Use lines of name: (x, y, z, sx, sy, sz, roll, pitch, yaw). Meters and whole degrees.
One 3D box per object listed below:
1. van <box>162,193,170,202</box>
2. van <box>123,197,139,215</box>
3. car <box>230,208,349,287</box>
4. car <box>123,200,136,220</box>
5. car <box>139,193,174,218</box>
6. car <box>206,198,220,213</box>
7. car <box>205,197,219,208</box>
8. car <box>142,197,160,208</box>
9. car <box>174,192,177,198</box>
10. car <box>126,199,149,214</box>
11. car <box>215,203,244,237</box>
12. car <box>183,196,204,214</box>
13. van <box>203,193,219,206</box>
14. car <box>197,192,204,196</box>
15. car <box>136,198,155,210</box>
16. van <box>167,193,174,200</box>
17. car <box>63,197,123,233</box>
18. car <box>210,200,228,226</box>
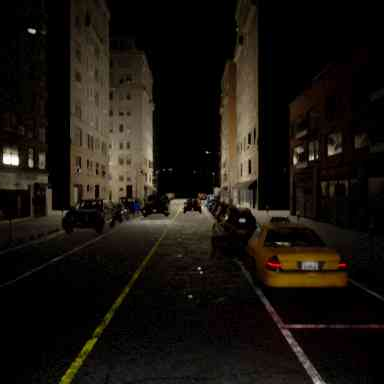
van: (-5.855, 1.244, 75.222, 1.690, 1.788, 3.998, 0, 0, 0)
van: (-5.857, 1.319, 31.021, 1.690, 1.788, 3.998, 0, 0, 0)
car: (2.351, 1.450, 9.189, 1.801, 1.575, 5.366, 0, 0, 0)
car: (-5.857, 1.533, 25.353, 2.008, 1.369, 4.403, 0, 0, 0)
car: (-3.097, 1.200, 30.327, 2.150, 2.045, 5.566, 0, 0, 0)
car: (2.669, 1.529, 31.035, 2.008, 1.369, 4.403, 0, 0, 0)
car: (2.669, 1.553, 36.705, 1.802, 1.307, 4.206, 0, 0, 0)
car: (-5.856, 1.503, 48.027, 2.008, 1.369, 4.403, 0, 0, 0)
car: (-5.854, 1.193, 86.395, 2.192, 1.841, 5.009, 0, 0, 0)
car: (-5.856, 1.497, 36.521, 1.752, 1.417, 4.829, 0, 0, 0)
car: (2.668, 1.552, 19.697, 1.947, 1.339, 4.313, 0, 0, 0)
car: (0.069, 1.499, 35.347, 1.812, 1.442, 4.674, 0, 0, 0)
van: (2.670, 1.303, 42.375, 1.690, 1.788, 3.998, 0, 0, 0)
car: (2.671, 1.343, 75.240, 1.967, 1.590, 4.097, 0, 0, 0)
car: (-5.856, 1.488, 42.190, 1.752, 1.417, 4.829, 0, 0, 0)
van: (-5.853, 1.205, 91.980, 1.690, 1.788, 3.998, 0, 0, 0)
car: (-5.857, 1.301, 19.686, 2.192, 1.841, 5.009, 0, 0, 0)
car: (2.668, 1.548, 25.366, 1.947, 1.339, 4.313, 0, 0, 0)
